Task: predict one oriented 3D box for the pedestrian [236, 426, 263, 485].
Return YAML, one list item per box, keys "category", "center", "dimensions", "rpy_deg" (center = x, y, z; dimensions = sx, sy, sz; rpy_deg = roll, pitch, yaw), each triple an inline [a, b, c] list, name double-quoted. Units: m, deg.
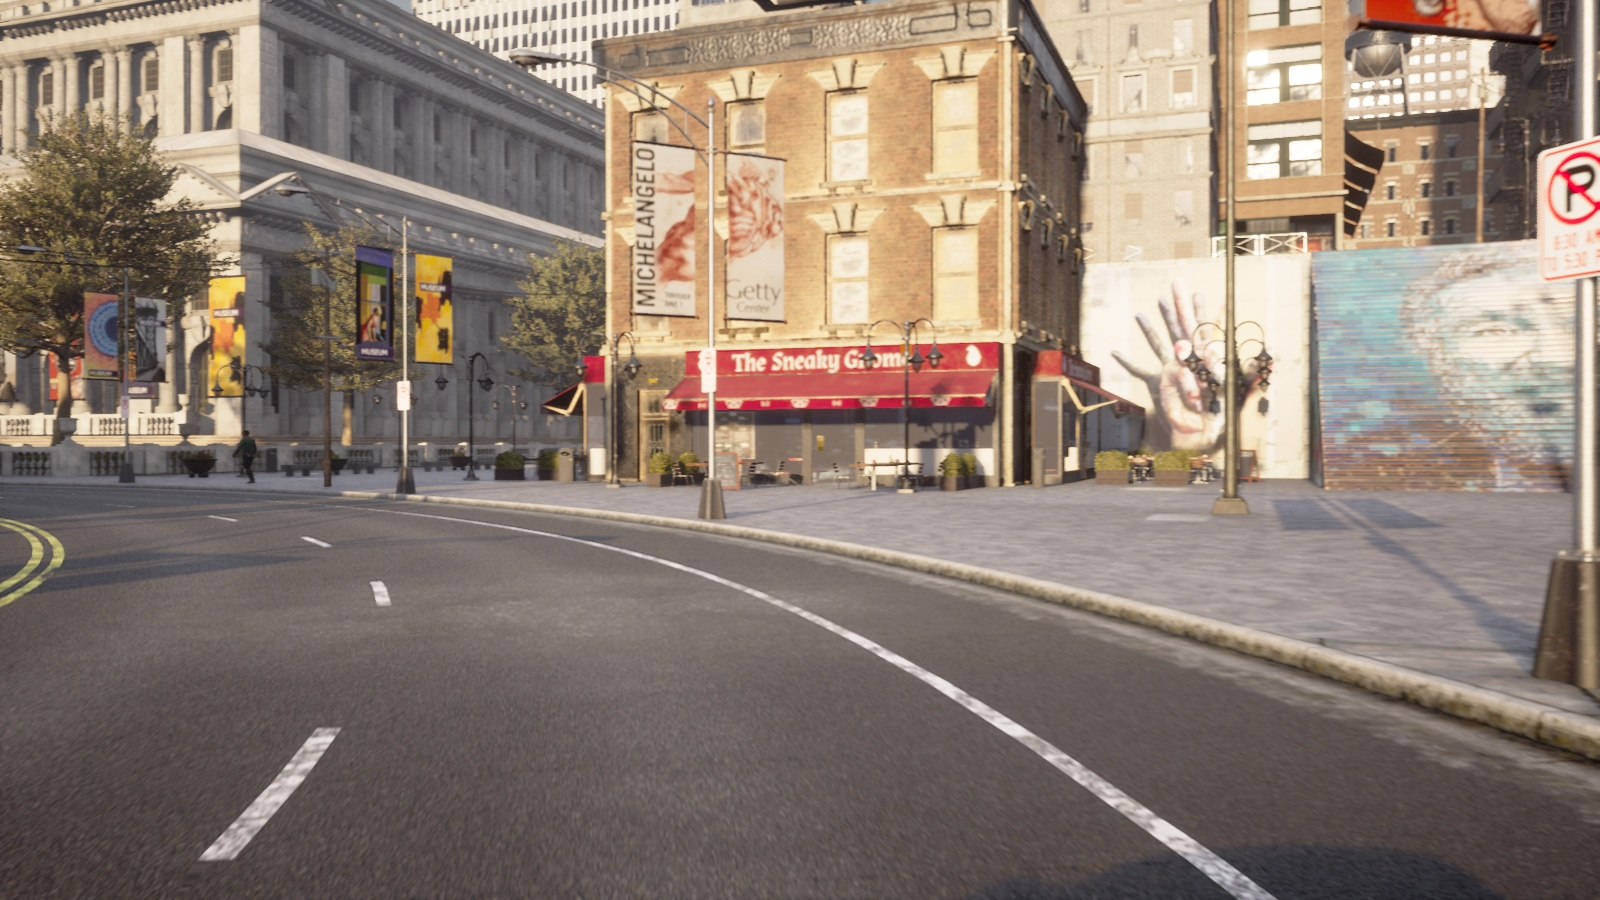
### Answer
- category: "pedestrian"
  center: [-18.402, 0.171, 41.942]
  dimensions: [0.788, 1.949, 0.423]
  rpy_deg: [0, 0, 28]
